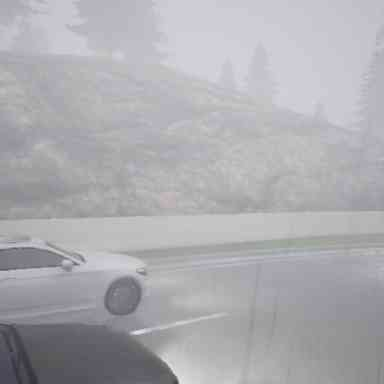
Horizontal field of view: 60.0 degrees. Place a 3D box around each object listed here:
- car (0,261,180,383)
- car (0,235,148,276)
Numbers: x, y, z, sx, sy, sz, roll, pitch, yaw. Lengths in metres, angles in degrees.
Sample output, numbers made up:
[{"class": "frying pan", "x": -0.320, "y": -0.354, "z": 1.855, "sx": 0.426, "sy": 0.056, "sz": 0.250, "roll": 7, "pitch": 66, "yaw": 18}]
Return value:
[{"class": "car", "x": -2.002, "y": 1.547, "z": 2.019, "sx": 4.181, "sy": 1.385, "sz": 1.994, "roll": 1, "pitch": 0, "yaw": -35}, {"class": "car", "x": -3.010, "y": 1.510, "z": 5.892, "sx": 4.674, "sy": 1.442, "sz": 1.812, "roll": 1, "pitch": 0, "yaw": -34}]
